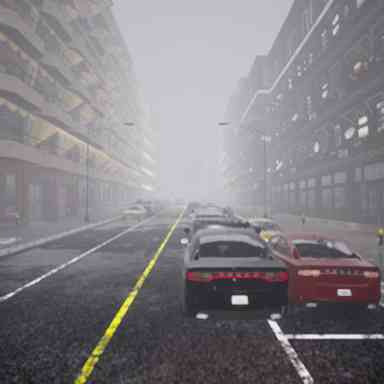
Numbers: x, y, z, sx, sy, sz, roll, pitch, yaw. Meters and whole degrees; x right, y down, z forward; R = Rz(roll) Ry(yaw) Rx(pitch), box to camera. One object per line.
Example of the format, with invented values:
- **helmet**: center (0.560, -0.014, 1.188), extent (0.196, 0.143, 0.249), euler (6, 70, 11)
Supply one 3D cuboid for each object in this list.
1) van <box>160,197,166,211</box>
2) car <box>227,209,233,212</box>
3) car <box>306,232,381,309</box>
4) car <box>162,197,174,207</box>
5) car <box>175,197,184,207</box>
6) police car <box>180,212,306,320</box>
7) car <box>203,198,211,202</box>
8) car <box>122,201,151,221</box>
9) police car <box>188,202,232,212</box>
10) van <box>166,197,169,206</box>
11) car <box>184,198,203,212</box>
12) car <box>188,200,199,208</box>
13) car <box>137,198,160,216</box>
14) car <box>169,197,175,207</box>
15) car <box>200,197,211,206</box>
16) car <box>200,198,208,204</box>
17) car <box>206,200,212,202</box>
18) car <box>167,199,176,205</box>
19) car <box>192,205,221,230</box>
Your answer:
- **van**: center (-5.048, 1.764, 46.750), extent (1.690, 1.788, 3.998), euler (1, -1, 0)
- **car**: center (2.660, 1.635, 13.637), extent (1.752, 1.417, 4.829), euler (1, 0, 0)
- **car**: center (2.630, 1.607, 7.935), extent (1.887, 1.381, 4.507), euler (1, 0, 0)
- **car**: center (-4.936, 1.976, 68.871), extent (2.192, 1.841, 5.009), euler (1, -1, 0)
- **car**: center (-2.413, 1.970, 65.264), extent (2.097, 1.767, 4.553), euler (0, -1, 0)
- **police car**: center (0.757, 1.487, 7.723), extent (1.930, 1.638, 5.238), euler (0, -1, 0)
- **car**: center (2.854, 2.018, 52.178), extent (1.887, 1.381, 4.507), euler (1, -1, 0)
- **car**: center (-5.138, 1.788, 29.989), extent (1.752, 1.417, 4.829), euler (1, -1, 0)
- **police car**: center (0.920, 1.571, 17.723), extent (1.930, 1.638, 5.238), euler (0, 0, 0)
- **van**: center (-5.021, 1.822, 52.282), extent (1.690, 1.788, 3.998), euler (1, -1, 0)
- **car**: center (0.242, 1.907, 45.059), extent (1.837, 1.490, 4.892), euler (0, -1, 0)
- **car**: center (0.306, 2.151, 59.193), extent (1.895, 1.301, 4.718), euler (0, -1, 0)
- **car**: center (-5.104, 1.631, 35.692), extent (2.192, 1.841, 5.009), euler (1, -1, 0)
- **car**: center (-4.964, 1.915, 63.342), extent (2.192, 1.841, 5.009), euler (1, -1, 0)
- **car**: center (2.937, 2.031, 74.303), extent (2.192, 1.841, 5.009), euler (1, -1, 0)
- **car**: center (2.990, 2.287, 85.364), extent (1.967, 1.590, 4.097), euler (1, -1, 0)
- **car**: center (2.770, 1.859, 35.587), extent (2.008, 1.369, 4.403), euler (1, -1, 0)
- **car**: center (-4.886, 2.354, 79.931), extent (1.947, 1.339, 4.313), euler (1, -1, 0)
- **car**: center (0.950, 1.725, 23.615), extent (1.812, 1.442, 4.674), euler (0, -1, 0)
